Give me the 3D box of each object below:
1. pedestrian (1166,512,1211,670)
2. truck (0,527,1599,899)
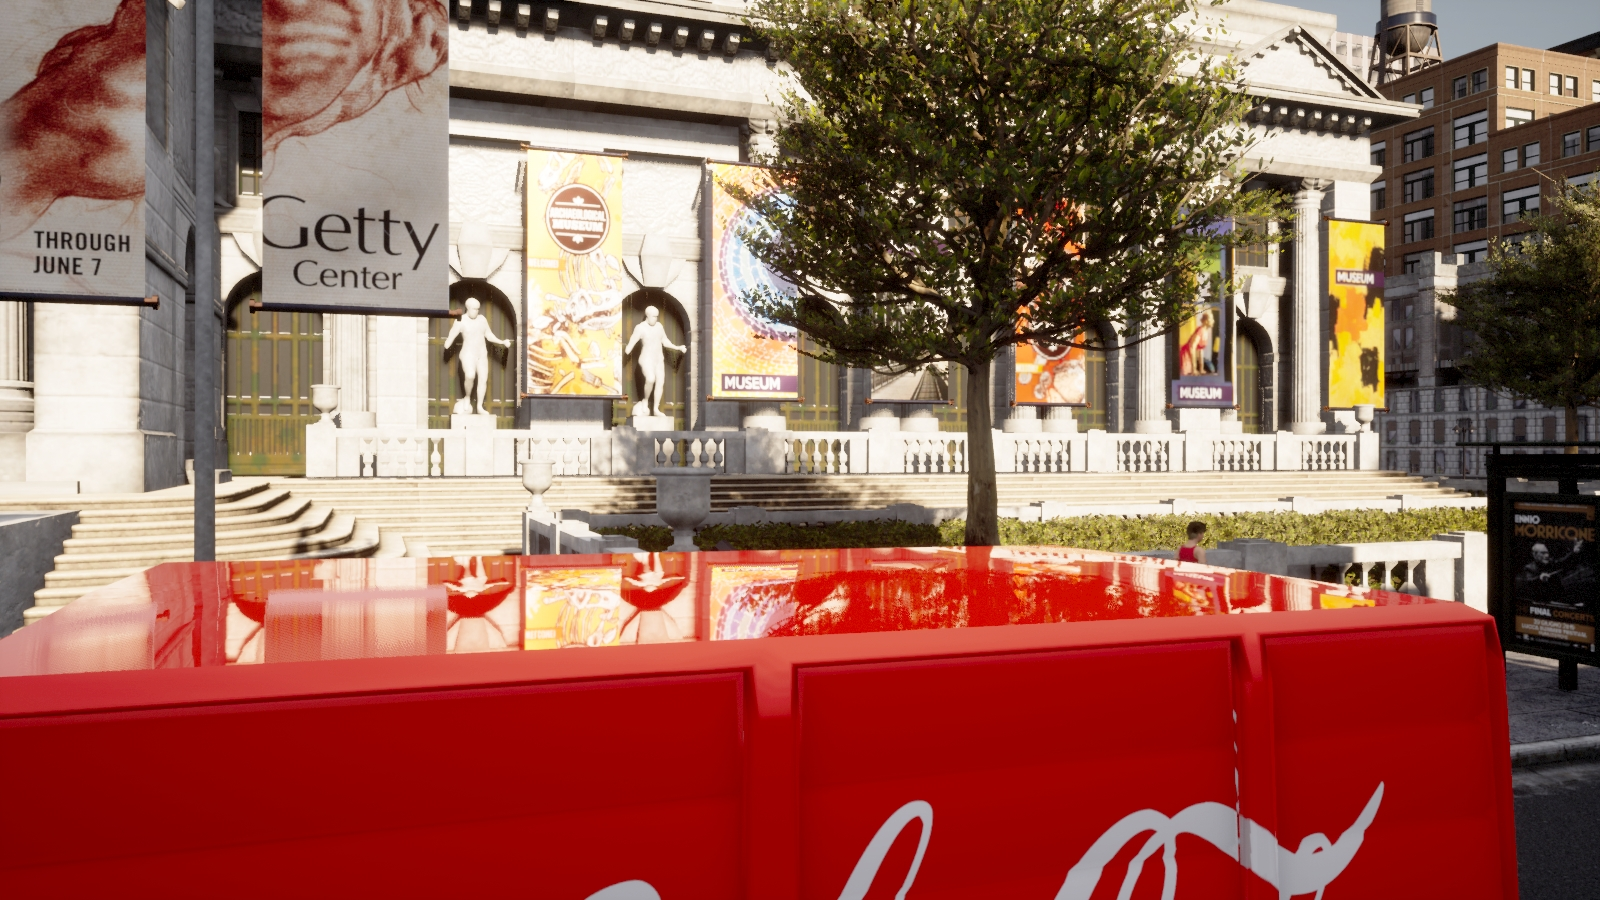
[{"bbox_3d":[4.719,1.699,13.879,0.375,1.860,0.375,0,0,-16],"label":"pedestrian"},{"bbox_3d":[-1.019,1.570,2.926,5.204,2.467,2.627,0,0,-20],"label":"truck"}]
